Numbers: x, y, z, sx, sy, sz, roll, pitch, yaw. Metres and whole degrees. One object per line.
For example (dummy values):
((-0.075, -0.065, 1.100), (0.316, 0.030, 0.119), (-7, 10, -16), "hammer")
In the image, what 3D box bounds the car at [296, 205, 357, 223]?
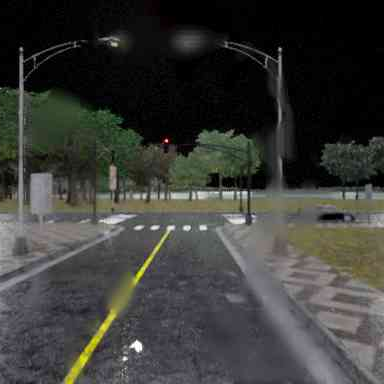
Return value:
((11.560, 1.840, 28.720), (4.902, 1.511, 2.128), (0, 0, 0), "car")
